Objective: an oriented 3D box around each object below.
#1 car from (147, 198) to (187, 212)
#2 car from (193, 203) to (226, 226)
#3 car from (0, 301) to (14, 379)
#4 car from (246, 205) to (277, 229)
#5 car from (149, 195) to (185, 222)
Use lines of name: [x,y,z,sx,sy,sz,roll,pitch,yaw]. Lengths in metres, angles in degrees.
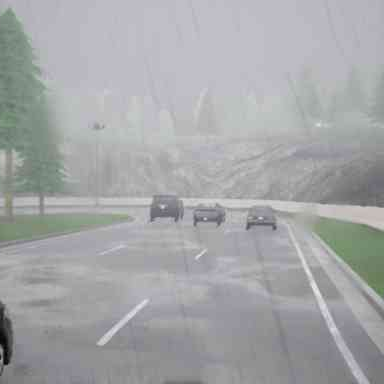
car: [-3.045,1.533,40.368,4.674,1.442,1.812,0,-1,33]
car: [1.284,1.506,23.556,2.128,1.511,4.902,0,0,10]
car: [-3.171,1.481,2.093,2.128,1.511,4.902,0,0,3]
car: [4.530,1.573,21.748,2.033,1.411,5.357,0,0,13]
car: [-1.973,1.226,26.663,2.150,2.045,5.566,1,0,3]
